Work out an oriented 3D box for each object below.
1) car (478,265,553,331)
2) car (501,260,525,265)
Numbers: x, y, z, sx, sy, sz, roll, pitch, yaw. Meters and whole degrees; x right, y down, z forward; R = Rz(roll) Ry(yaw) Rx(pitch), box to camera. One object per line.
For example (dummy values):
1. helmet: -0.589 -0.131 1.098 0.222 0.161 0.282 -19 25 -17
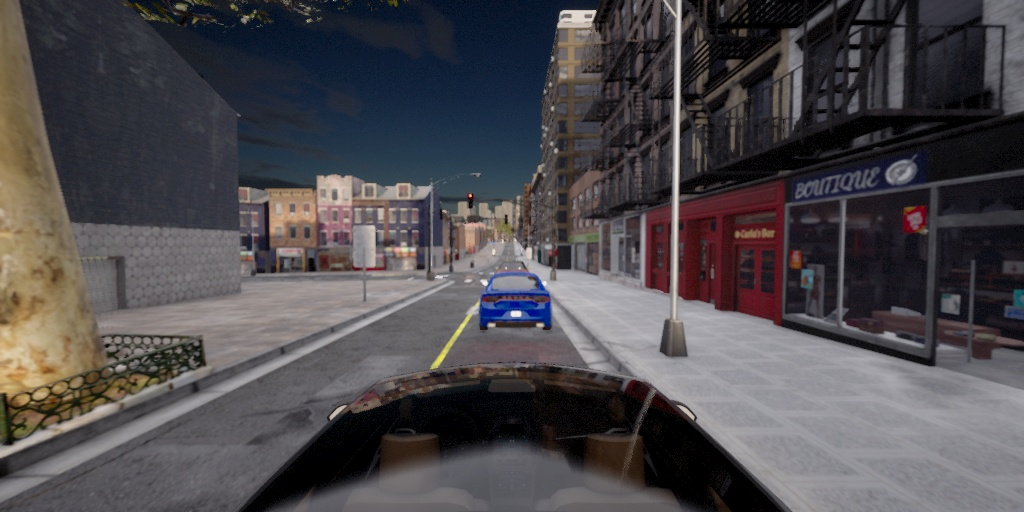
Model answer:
1. car: 0.083 1.195 10.881 1.882 1.535 5.008 0 0 0
2. car: 0.043 1.039 21.549 2.097 1.767 4.553 0 0 -1
